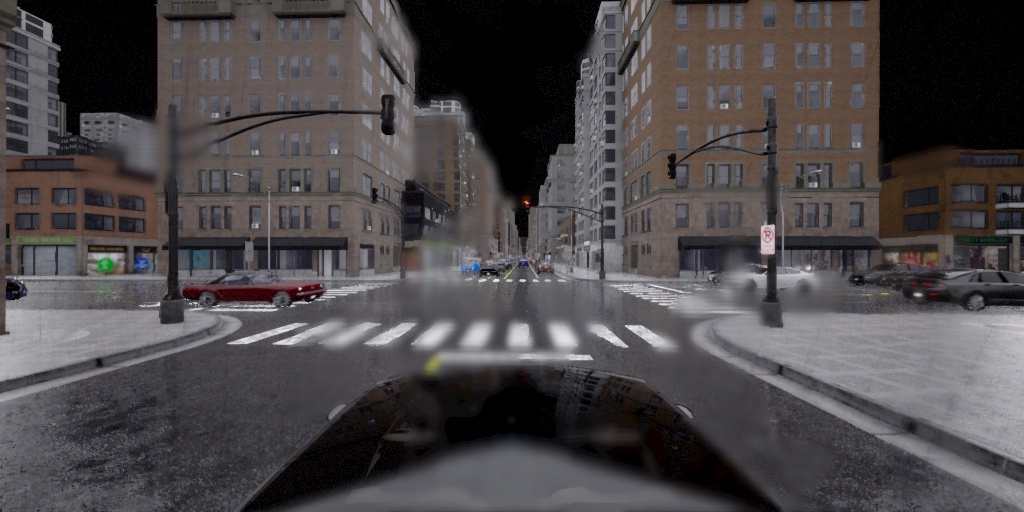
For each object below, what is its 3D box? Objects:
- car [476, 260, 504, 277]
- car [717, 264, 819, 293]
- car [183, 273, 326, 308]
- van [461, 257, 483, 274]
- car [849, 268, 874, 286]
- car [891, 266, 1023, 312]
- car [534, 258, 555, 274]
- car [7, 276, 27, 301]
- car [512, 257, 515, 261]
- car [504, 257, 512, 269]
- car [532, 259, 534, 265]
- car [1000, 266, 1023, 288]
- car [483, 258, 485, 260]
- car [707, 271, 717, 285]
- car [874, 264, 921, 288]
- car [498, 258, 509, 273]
[{"bbox_3d":[-2.142,1.365,35.814,1.895,1.301,4.718,0,0,2],"label":"car"},{"bbox_3d":[14.769,1.291,20.531,4.674,1.442,1.812,0,0,3],"label":"car"},{"bbox_3d":[-10.253,1.340,14.543,4.718,1.301,1.895,0,0,2],"label":"car"},{"bbox_3d":[-4.707,1.111,41.132,1.690,1.789,3.998,0,0,2],"label":"van"},{"bbox_3d":[25.063,1.283,23.490,4.892,1.490,1.837,0,0,2],"label":"car"},{"bbox_3d":[18.075,1.276,13.735,4.892,1.490,1.837,0,0,2],"label":"car"},{"bbox_3d":[3.814,1.210,40.847,1.967,1.591,4.097,0,0,2],"label":"car"},{"bbox_3d":[-23.407,1.088,14.915,4.553,1.767,2.097,0,0,2],"label":"car"},{"bbox_3d":[-1.115,1.146,64.518,2.097,1.767,4.553,0,0,3],"label":"car"},{"bbox_3d":[-1.488,1.136,54.534,2.097,1.767,4.553,0,0,2],"label":"car"},{"bbox_3d":[4.002,1.341,46.369,1.948,1.339,4.313,0,0,2],"label":"car"},{"bbox_3d":[35.045,1.359,23.196,4.181,1.385,1.994,0,0,2],"label":"car"},{"bbox_3d":[-4.520,1.090,46.652,2.192,1.841,5.009,0,0,2],"label":"car"},{"bbox_3d":[15.646,1.257,23.758,4.902,1.511,2.128,0,0,2],"label":"car"},{"bbox_3d":[24.356,1.325,20.258,5.357,1.411,2.033,0,0,2],"label":"car"},{"bbox_3d":[-1.812,1.338,44.897,1.994,1.385,4.181,0,0,3],"label":"car"}]
